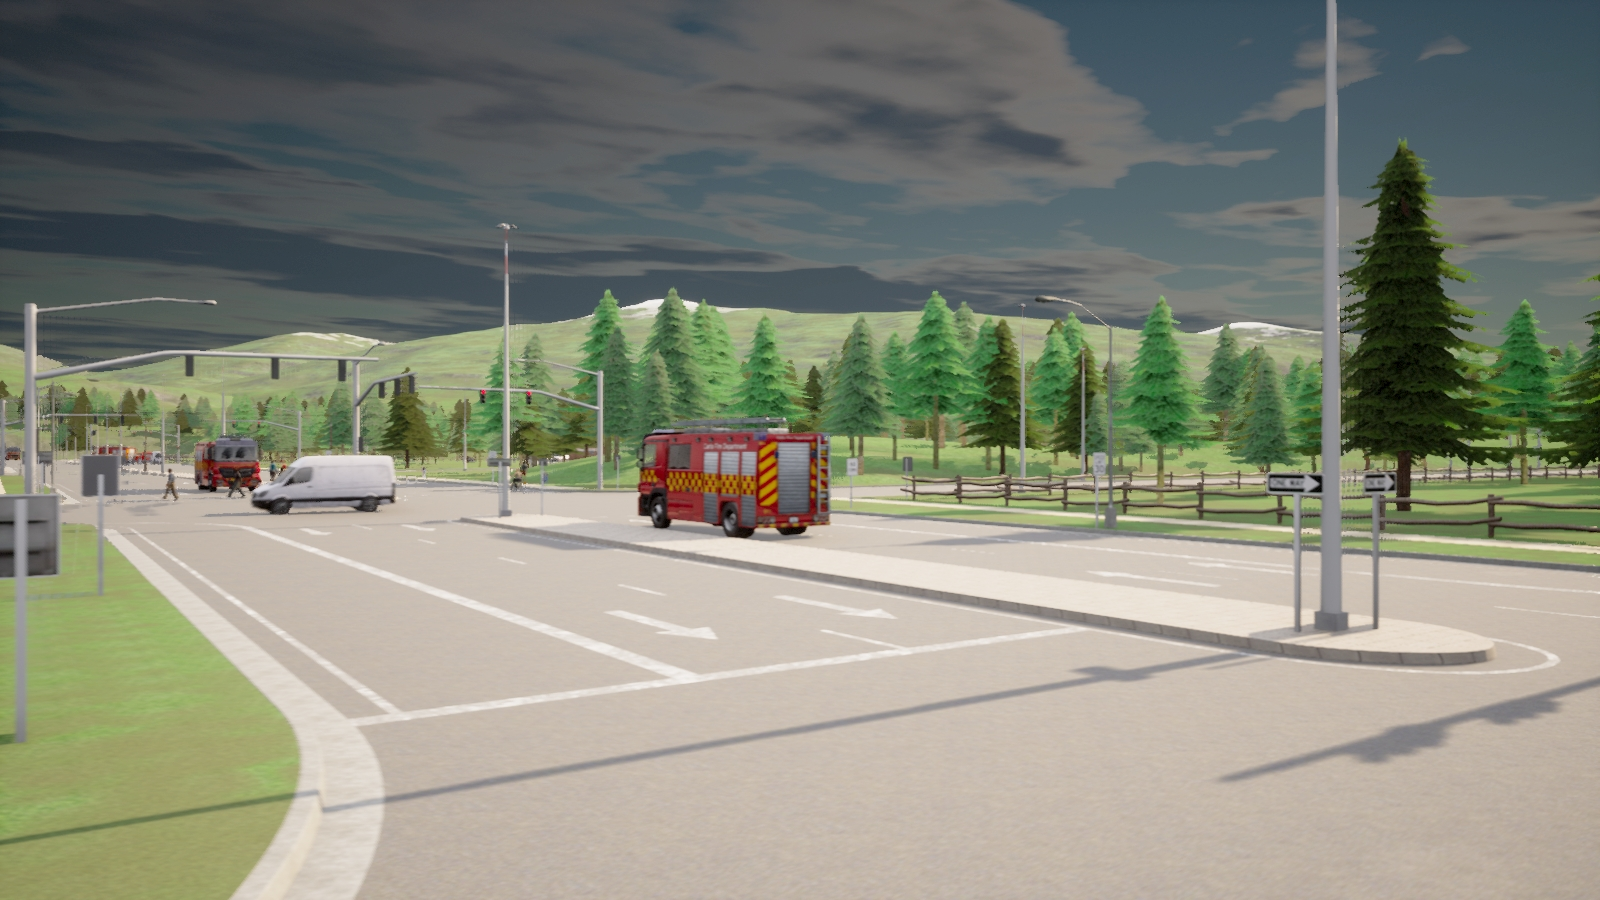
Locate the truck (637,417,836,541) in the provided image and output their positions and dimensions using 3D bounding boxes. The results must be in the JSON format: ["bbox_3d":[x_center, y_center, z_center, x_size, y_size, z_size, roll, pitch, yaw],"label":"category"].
[{"bbox_3d":[-2.421,0.893,39.533,2.891,3.827,8.468,0,0,-34],"label":"truck"}]

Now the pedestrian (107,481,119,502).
[{"bbox_3d":[-37.113,2.229,61.751,0.500,1.100,0.500,0,0,-38],"label":"pedestrian"}]

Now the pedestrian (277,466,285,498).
[{"bbox_3d":[-30.427,1.850,66.972,0.375,1.860,0.375,0,0,-39],"label":"pedestrian"}]

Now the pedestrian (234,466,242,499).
[{"bbox_3d":[-32.600,1.877,66.245,0.375,1.860,0.375,0,0,-31],"label":"pedestrian"}]

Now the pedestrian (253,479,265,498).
[{"bbox_3d":[-31.344,2.230,66.202,0.500,1.100,0.500,0,0,-37],"label":"pedestrian"}]

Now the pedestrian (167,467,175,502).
[{"bbox_3d":[-34.354,1.877,62.399,0.375,1.860,0.375,0,0,-24],"label":"pedestrian"}]

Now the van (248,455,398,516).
[{"bbox_3d":[-21.227,1.536,50.991,5.915,2.561,1.988,0,0,-35],"label":"van"}]
